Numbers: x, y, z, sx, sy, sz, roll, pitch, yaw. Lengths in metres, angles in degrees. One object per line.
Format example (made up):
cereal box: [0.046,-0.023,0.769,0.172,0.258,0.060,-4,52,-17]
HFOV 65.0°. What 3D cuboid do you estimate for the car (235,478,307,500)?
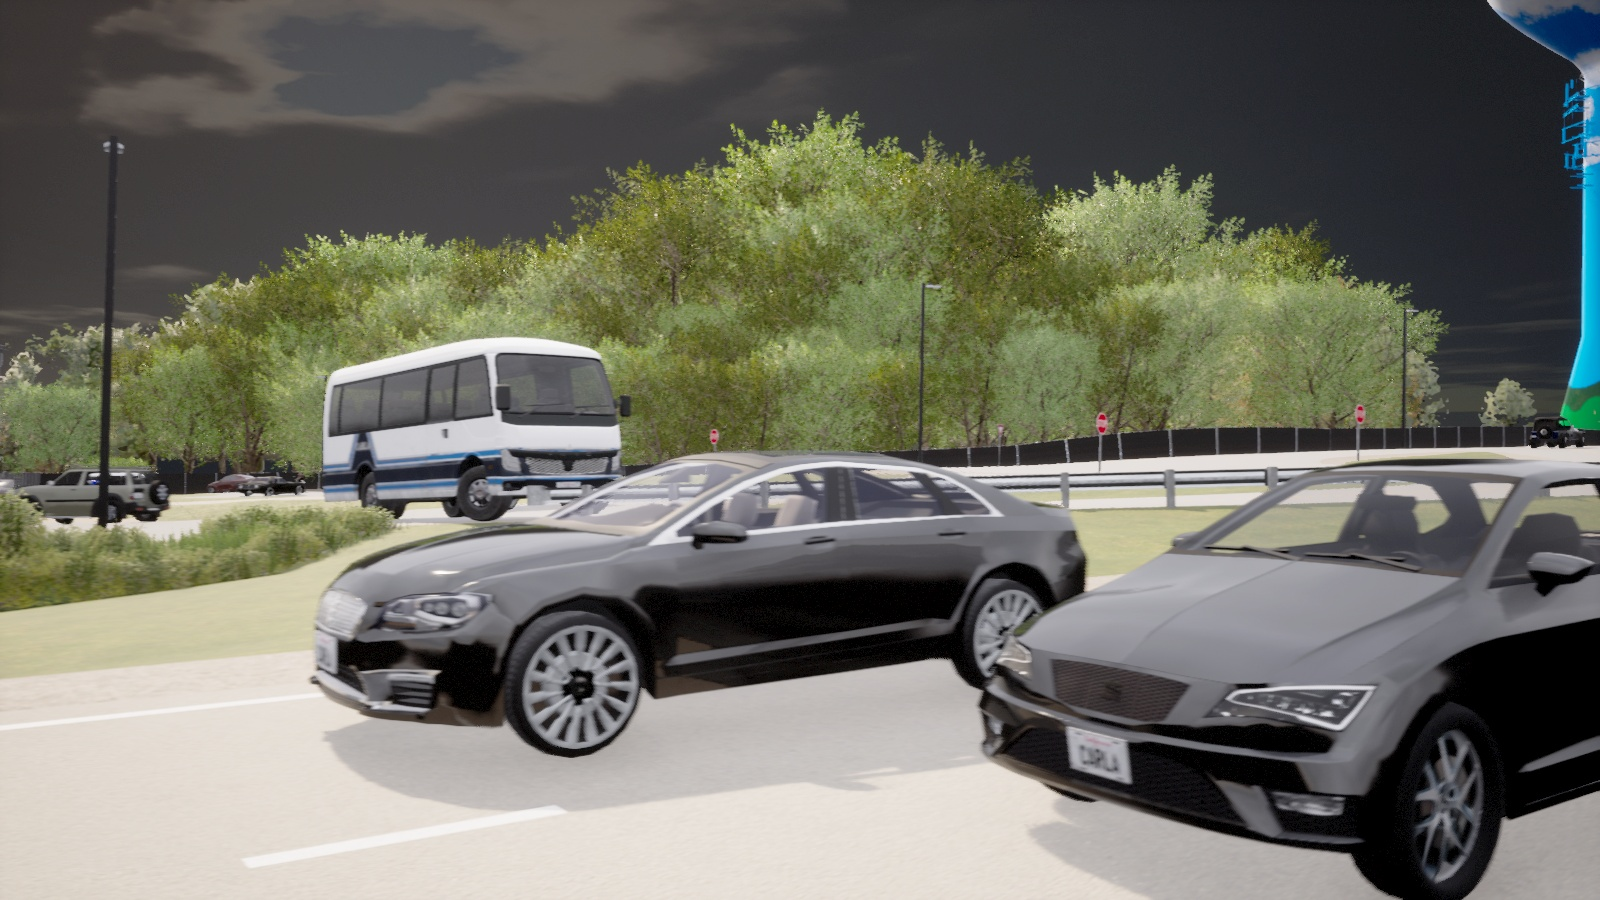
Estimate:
car: [-34.719,2.548,82.585,1.895,1.301,4.718,0,0,15]

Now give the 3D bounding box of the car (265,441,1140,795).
car: [-0.408,0.719,7.639,4.902,1.511,2.128,0,0,-35]

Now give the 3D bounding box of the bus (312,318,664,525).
bus: [-8.107,-0.377,31.195,3.944,4.253,10.273,0,-3,-43]

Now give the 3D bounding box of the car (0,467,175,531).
car: [-22.150,1.512,39.020,4.605,1.855,1.932,-1,-1,8]

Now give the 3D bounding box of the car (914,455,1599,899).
car: [2.701,0.766,5.538,4.193,1.474,1.816,0,0,-35]

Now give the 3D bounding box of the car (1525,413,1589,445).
car: [45.346,-1.249,75.236,3.866,1.878,1.905,-1,1,-36]
